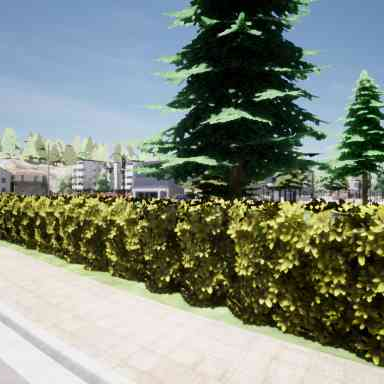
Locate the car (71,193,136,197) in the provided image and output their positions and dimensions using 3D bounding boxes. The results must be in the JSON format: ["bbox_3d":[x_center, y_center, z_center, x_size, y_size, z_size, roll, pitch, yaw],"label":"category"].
[{"bbox_3d":[-8.090,1.221,31.073,2.150,2.045,5.566,0,0,44],"label":"car"}]

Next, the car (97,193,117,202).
[{"bbox_3d":[-18.225,1.077,71.435,1.905,1.878,3.866,0,0,44],"label":"car"}]

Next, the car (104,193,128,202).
[{"bbox_3d":[-15.867,1.097,69.687,1.932,1.855,4.605,0,0,44],"label":"car"}]

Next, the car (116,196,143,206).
[{"bbox_3d":[-10.068,1.384,53.349,1.970,1.475,3.806,0,0,44],"label":"car"}]

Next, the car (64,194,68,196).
[{"bbox_3d":[-27.333,1.154,80.420,2.152,1.636,5.027,0,0,44],"label":"car"}]

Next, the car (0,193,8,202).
[{"bbox_3d":[-41.776,1.097,70.250,1.932,1.855,4.605,0,0,44],"label":"car"}]
